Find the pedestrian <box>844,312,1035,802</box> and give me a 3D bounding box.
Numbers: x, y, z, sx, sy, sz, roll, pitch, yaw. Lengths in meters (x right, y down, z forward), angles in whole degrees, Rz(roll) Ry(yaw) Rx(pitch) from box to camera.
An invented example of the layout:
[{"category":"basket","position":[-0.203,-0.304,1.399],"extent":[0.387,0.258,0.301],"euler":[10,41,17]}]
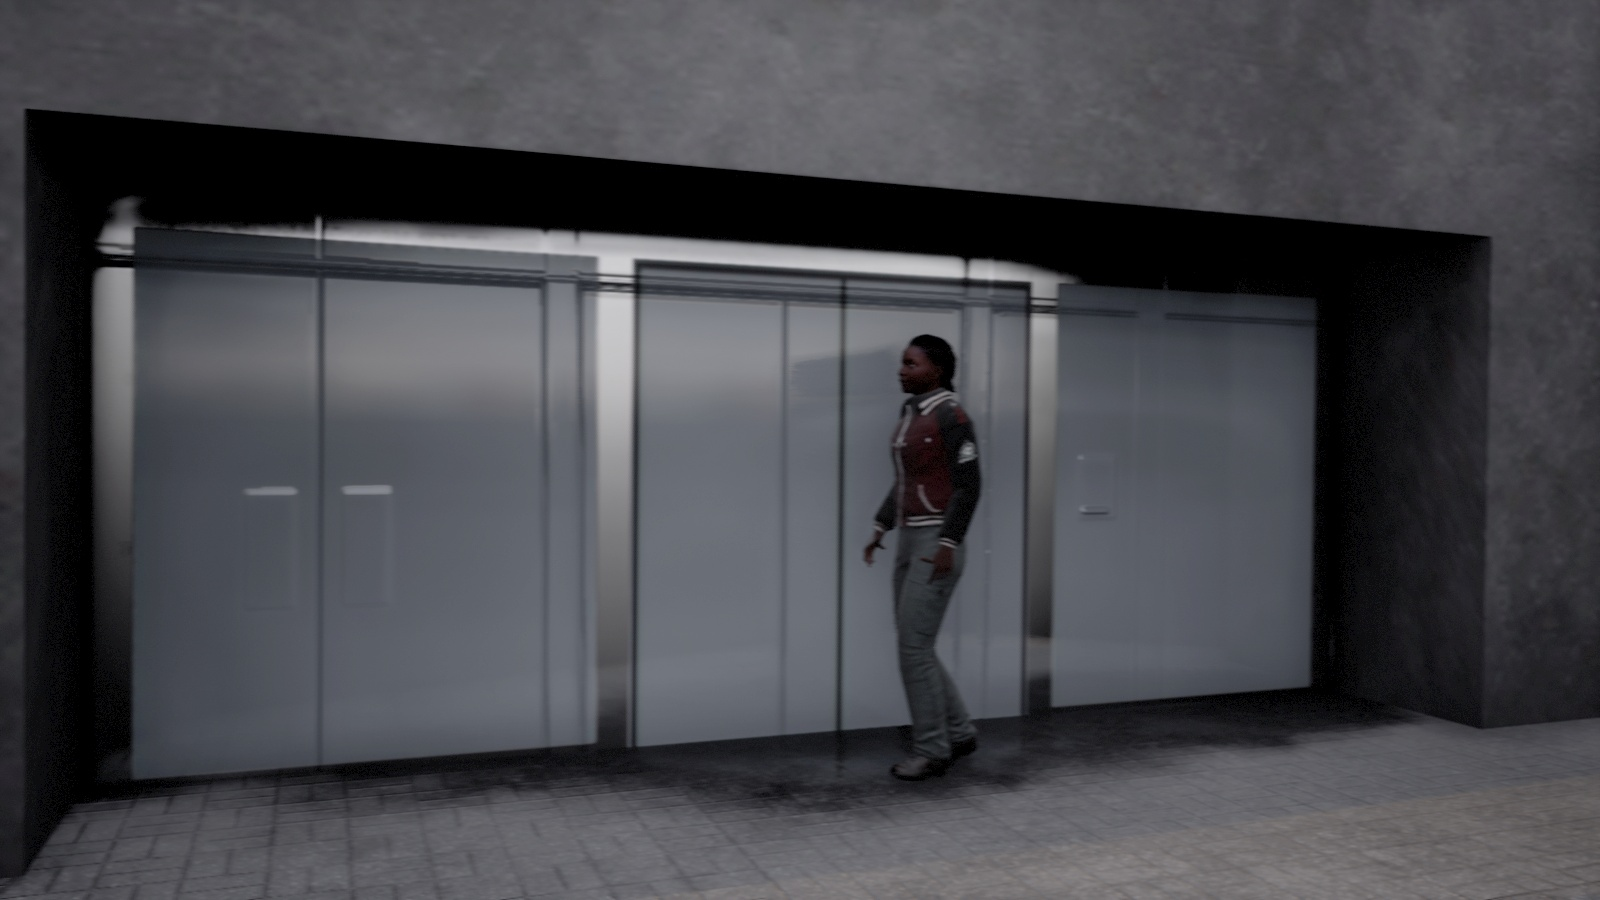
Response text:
[{"category":"pedestrian","position":[0.577,0.416,5.247],"extent":[0.666,1.930,0.402],"euler":[-1,1,-20]}]
